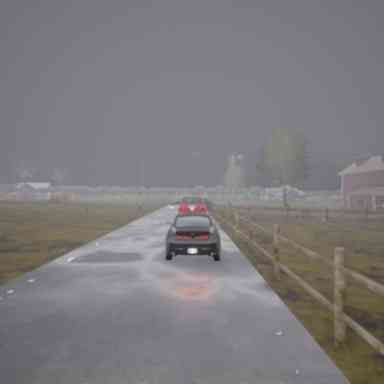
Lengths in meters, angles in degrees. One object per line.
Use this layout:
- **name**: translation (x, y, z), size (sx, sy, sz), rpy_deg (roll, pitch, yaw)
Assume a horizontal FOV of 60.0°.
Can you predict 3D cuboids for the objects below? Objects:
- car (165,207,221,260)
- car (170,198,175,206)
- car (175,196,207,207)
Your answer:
- **car**: translation (0.044, 1.547, 12.627), size (1.837, 1.490, 4.892), rpy_deg (0, 0, 1)
- **car**: translation (-2.788, 1.833, 58.824), size (1.994, 1.385, 4.181), rpy_deg (0, 0, 1)
- **car**: translation (0.034, 1.312, 26.563), size (2.150, 2.045, 5.566), rpy_deg (0, 0, 1)
